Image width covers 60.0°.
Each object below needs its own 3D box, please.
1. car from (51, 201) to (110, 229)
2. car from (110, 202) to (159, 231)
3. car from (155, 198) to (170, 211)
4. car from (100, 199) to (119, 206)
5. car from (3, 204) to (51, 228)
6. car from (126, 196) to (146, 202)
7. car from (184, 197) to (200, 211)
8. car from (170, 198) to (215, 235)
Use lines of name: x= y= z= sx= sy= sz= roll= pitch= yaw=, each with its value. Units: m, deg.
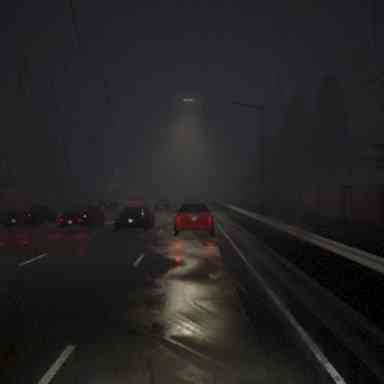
car: x=-6.894 y=1.505 z=21.122 sx=1.812 sy=1.442 sz=4.674 roll=0 pitch=0 yaw=0
car: x=-3.392 y=1.544 z=20.355 sx=1.994 sy=1.385 sz=4.181 roll=0 pitch=0 yaw=0
car: x=-3.469 y=1.467 z=40.947 sx=1.837 sy=1.490 sz=4.892 roll=0 pitch=1 yaw=0
car: x=-10.467 y=1.560 z=41.486 sx=1.895 sy=1.301 sz=4.718 roll=0 pitch=0 yaw=1
car: x=-10.393 y=1.504 z=21.695 sx=1.812 sy=1.442 sz=4.674 roll=0 pitch=0 yaw=0
car: x=-6.964 y=1.310 z=41.538 sx=2.097 sy=1.767 sz=4.553 roll=0 pitch=0 yaw=0
car: x=0.036 y=1.437 z=41.341 sx=1.882 sy=1.535 sz=5.008 roll=0 pitch=0 yaw=1
car: x=0.106 y=1.334 z=18.682 sx=2.097 sy=1.767 sz=4.553 roll=0 pitch=0 yaw=0
